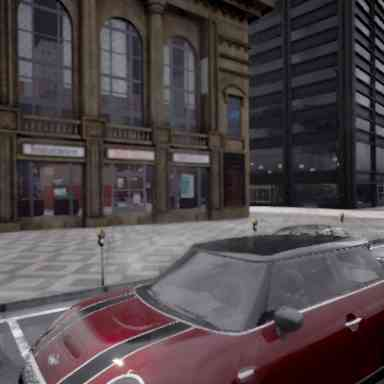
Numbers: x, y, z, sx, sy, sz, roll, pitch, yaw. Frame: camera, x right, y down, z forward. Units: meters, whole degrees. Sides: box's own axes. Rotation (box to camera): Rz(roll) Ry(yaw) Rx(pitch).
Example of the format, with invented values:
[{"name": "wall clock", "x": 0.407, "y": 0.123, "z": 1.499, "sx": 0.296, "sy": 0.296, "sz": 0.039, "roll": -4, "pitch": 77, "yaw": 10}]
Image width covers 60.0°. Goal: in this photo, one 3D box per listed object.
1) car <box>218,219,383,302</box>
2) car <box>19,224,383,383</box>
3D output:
[{"name": "car", "x": 3.029, "y": 1.560, "z": 8.832, "sx": 4.403, "sy": 1.369, "sz": 2.008, "roll": 0, "pitch": -1, "yaw": -36}, {"name": "car", "x": 0.583, "y": 1.355, "z": 3.794, "sx": 4.553, "sy": 1.767, "sz": 2.097, "roll": 0, "pitch": 0, "yaw": -35}]
